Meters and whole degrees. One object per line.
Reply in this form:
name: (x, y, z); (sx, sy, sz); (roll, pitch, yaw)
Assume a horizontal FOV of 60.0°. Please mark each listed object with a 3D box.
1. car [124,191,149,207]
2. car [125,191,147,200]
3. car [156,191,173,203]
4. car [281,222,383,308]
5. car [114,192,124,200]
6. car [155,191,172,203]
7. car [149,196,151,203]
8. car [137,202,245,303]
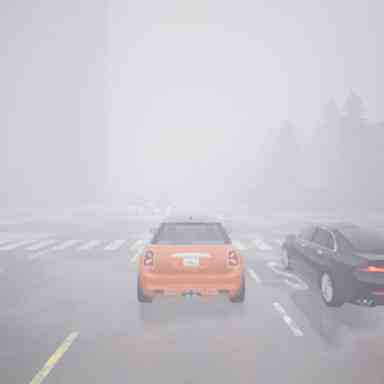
car: (-7.551, 1.076, 45.694); (2.097, 1.767, 4.553); (0, 0, -1)
car: (-12.709, 0.706, 74.865); (2.150, 2.045, 5.566); (0, 0, -42)
car: (-5.149, 0.853, 61.058); (2.150, 2.045, 5.566); (0, 0, -14)
car: (3.504, 1.457, 7.808); (1.837, 1.490, 4.892); (0, 0, 0)
car: (-15.155, 0.867, 72.370); (2.097, 1.767, 4.553); (0, 0, -42)
car: (-4.080, 1.068, 46.991); (2.097, 1.767, 4.553); (0, 0, -1)
car: (-8.360, 1.208, 58.985); (1.994, 1.385, 4.181); (0, 0, -12)
car: (-0.027, 1.301, 8.265); (2.097, 1.767, 4.553); (0, 0, 0)
